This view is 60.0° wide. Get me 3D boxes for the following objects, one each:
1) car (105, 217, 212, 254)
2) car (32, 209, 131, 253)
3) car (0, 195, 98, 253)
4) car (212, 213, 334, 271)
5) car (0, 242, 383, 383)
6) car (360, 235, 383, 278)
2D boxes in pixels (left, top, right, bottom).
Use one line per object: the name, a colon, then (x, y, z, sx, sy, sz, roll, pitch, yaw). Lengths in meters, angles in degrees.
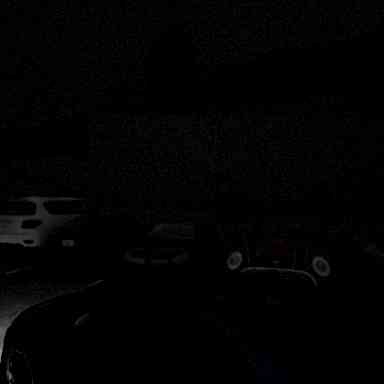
car: (-0.375, 1.525, 9.753, 2.002, 1.452, 4.674, 1, 0, 16)
car: (-2.824, 1.502, 11.529, 2.163, 1.488, 4.792, 0, -1, 15)
car: (-5.263, 1.208, 13.272, 2.435, 2.045, 5.566, 0, 0, 15)
car: (2.076, 1.361, 8.042, 2.185, 1.767, 4.553, 1, -1, 16)
car: (-0.197, 1.563, 3.518, 4.181, 1.385, 1.994, 0, 0, 35)
car: (4.510, 1.527, 6.269, 2.002, 1.452, 4.674, 1, -1, 16)
